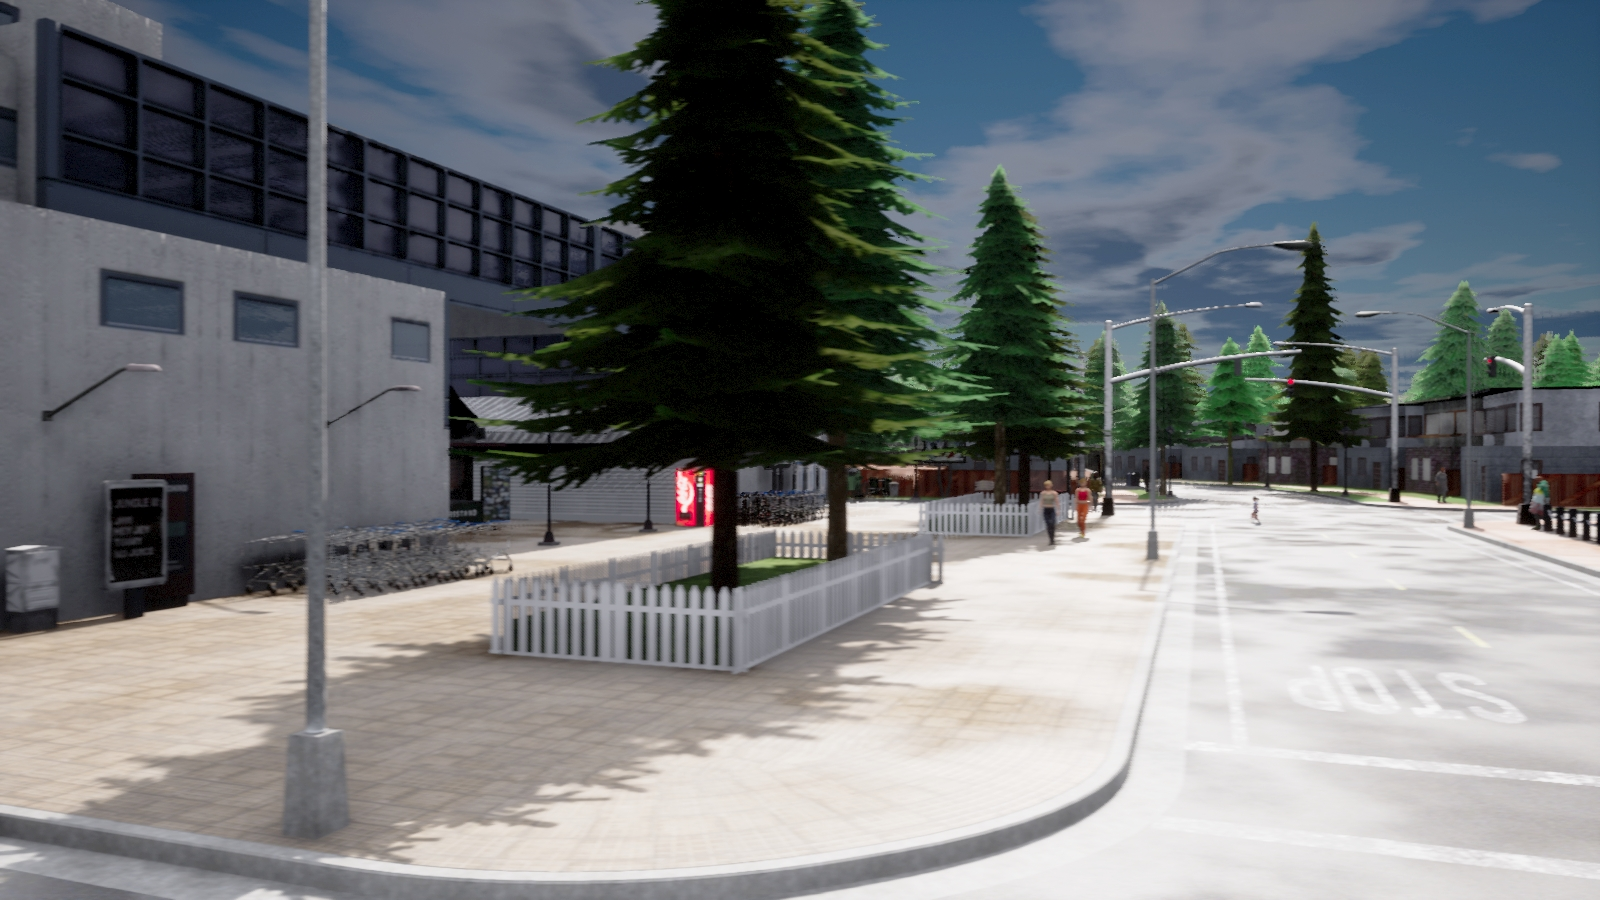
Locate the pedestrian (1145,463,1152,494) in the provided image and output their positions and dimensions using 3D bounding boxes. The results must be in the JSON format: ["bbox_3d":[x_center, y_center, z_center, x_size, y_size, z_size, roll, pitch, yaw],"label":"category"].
[{"bbox_3d":[21.181,1.751,69.483,0.375,1.860,0.375,0,0,11],"label":"pedestrian"}]

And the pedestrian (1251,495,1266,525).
[{"bbox_3d":[17.542,2.285,43.729,0.500,1.100,0.500,0,0,20],"label":"pedestrian"}]

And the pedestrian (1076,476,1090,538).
[{"bbox_3d":[8.605,1.734,34.711,0.375,1.860,0.375,0,0,20],"label":"pedestrian"}]

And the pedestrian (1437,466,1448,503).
[{"bbox_3d":[32.814,1.752,58.394,0.375,1.860,0.375,0,0,8],"label":"pedestrian"}]

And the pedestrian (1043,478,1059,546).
[{"bbox_3d":[6.989,1.728,31.821,0.375,1.860,0.375,0,0,23],"label":"pedestrian"}]

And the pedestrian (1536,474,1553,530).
[{"bbox_3d":[25.056,1.750,38.436,0.375,1.860,0.375,0,0,16],"label":"pedestrian"}]

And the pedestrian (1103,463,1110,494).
[{"bbox_3d":[18.577,1.748,69.231,0.375,1.860,0.375,0,0,15],"label":"pedestrian"}]

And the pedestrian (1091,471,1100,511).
[{"bbox_3d":[13.705,1.897,53.022,0.375,1.860,0.375,0,0,21],"label":"pedestrian"}]
